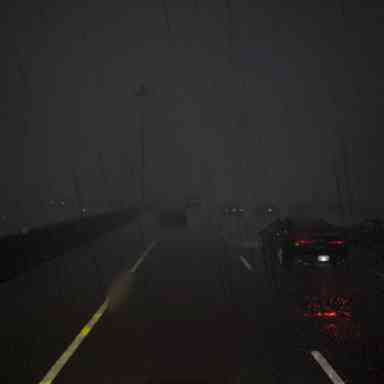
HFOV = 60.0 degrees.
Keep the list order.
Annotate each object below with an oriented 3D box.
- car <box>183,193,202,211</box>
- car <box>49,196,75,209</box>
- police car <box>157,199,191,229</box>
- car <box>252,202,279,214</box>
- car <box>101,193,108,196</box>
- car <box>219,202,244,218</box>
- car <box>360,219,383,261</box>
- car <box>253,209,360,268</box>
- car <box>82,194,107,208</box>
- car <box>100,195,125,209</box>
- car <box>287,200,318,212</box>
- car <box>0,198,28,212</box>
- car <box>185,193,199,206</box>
[{"bbox_3d":[0.017,1.233,41.792,2.150,2.045,5.566,0,1,0],"label":"car"},{"bbox_3d":[-17.579,1.343,45.188,2.097,1.767,4.553,0,0,0],"label":"car"},{"bbox_3d":[-1.224,1.503,22.317,1.930,1.638,5.238,0,0,0],"label":"police car"},{"bbox_3d":[7.101,1.617,32.298,1.994,1.385,4.181,0,0,0],"label":"car"},{"bbox_3d":[-20.998,0.957,79.362,1.812,1.442,4.674,0,0,0],"label":"car"},{"bbox_3d":[3.601,1.606,31.011,2.033,1.411,5.357,0,0,0],"label":"car"},{"bbox_3d":[7.100,1.668,12.470,1.895,1.301,4.718,0,0,0],"label":"car"},{"bbox_3d":[3.600,1.569,11.519,1.837,1.490,4.892,0,0,0],"label":"car"},{"bbox_3d":[-14.078,1.474,47.099,2.128,1.511,4.902,0,0,0],"label":"car"},{"bbox_3d":[-10.584,1.537,45.668,2.033,1.411,5.357,0,0,0],"label":"car"},{"bbox_3d":[10.600,1.559,32.165,1.837,1.490,4.892,0,0,0],"label":"car"},{"bbox_3d":[-21.089,1.502,38.727,1.882,1.535,5.008,0,0,0],"label":"car"},{"bbox_3d":[0.003,1.163,55.075,2.150,2.045,5.566,0,0,0],"label":"car"}]
